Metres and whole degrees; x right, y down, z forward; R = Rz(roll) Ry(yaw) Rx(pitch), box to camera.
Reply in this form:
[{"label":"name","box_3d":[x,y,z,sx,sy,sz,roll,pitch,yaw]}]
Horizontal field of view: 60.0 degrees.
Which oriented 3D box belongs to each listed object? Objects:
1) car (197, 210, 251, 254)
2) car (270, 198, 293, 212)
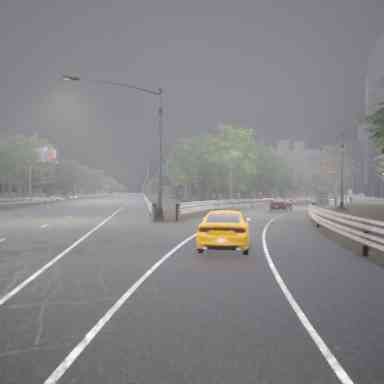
[{"label":"car","box_3d":[1.381,1.487,13.714,1.882,1.535,5.008,0,0,9]},{"label":"car","box_3d":[10.979,1.522,40.689,1.882,1.535,5.008,0,0,29]}]
